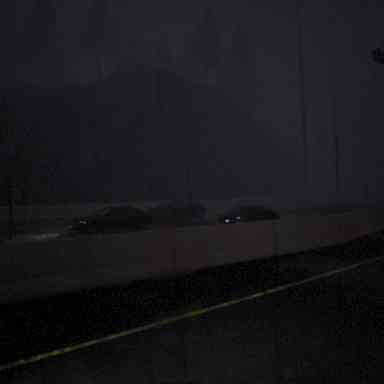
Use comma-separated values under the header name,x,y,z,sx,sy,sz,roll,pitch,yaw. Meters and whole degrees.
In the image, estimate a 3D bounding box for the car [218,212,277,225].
name,x,y,z,sx,sy,sz,roll,pitch,yaw
car,3.525,1.461,20.330,4.181,1.385,1.994,-1,0,-41

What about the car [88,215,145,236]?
name,x,y,z,sx,sy,sz,roll,pitch,yaw
car,-4.319,1.497,18.418,4.674,1.442,1.812,-1,0,-38
